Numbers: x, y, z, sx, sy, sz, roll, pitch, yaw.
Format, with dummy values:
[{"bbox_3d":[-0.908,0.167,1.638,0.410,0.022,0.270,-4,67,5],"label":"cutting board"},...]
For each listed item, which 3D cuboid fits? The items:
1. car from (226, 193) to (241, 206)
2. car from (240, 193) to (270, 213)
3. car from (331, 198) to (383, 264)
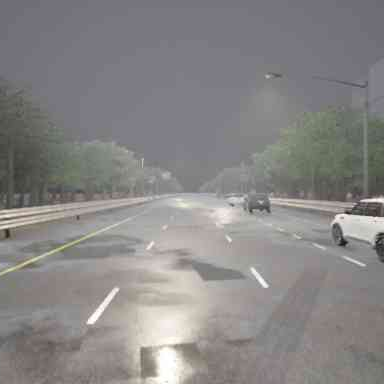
[{"bbox_3d":[7.094,1.229,52.899,2.150,2.045,5.566,0,0,0],"label":"car"},{"bbox_3d":[7.060,1.215,36.548,2.150,2.045,5.566,0,0,0],"label":"car"},{"bbox_3d":[7.010,1.221,11.894,2.150,2.045,5.566,0,0,0],"label":"car"}]
